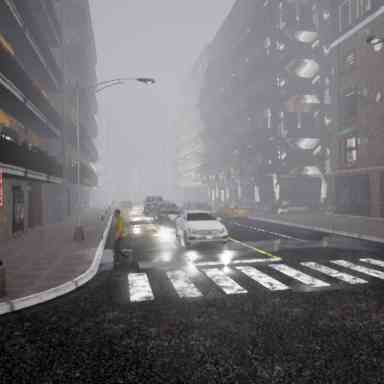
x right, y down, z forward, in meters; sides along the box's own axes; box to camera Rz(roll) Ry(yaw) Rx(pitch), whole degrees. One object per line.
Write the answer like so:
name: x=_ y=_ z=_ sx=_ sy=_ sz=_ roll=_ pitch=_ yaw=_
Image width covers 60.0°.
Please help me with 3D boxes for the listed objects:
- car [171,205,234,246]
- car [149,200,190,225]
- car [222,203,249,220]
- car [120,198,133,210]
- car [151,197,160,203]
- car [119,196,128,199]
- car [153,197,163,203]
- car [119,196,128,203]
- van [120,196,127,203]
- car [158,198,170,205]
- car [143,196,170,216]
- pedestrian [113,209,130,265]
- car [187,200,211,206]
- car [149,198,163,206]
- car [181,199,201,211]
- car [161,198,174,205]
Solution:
car: x=0.303 y=1.601 z=15.979 sx=1.812 sy=1.442 sz=4.674 roll=-1 pitch=0 yaw=-11
car: x=-1.869 y=1.632 z=25.899 sx=2.128 sy=1.511 sz=4.902 roll=-1 pitch=0 yaw=-12
car: x=3.407 y=1.608 z=28.871 sx=1.752 sy=1.417 sz=4.829 roll=-1 pitch=0 yaw=-12
car: x=-9.590 y=1.938 z=49.053 sx=1.802 sy=1.307 sz=4.206 roll=-1 pitch=0 yaw=-12
car: x=-9.877 y=2.156 z=89.544 sx=1.802 sy=1.307 sz=4.206 roll=-1 pitch=0 yaw=-12
car: x=-14.438 y=1.851 z=71.181 sx=2.192 sy=1.841 sz=5.009 roll=-1 pitch=0 yaw=-12
car: x=-8.668 y=1.966 z=84.013 sx=1.967 sy=1.590 sz=4.097 roll=-1 pitch=0 yaw=-12
car: x=-19.282 y=2.045 z=93.302 sx=2.192 sy=1.841 sz=5.009 roll=-1 pitch=0 yaw=-12
van: x=-18.070 y=2.017 z=87.774 sx=1.690 sy=1.788 sz=3.998 roll=-1 pitch=0 yaw=-12
car: x=-6.244 y=1.985 z=72.952 sx=2.008 sy=1.369 sz=4.403 roll=-1 pitch=0 yaw=-12
car: x=-4.113 y=1.438 z=36.180 sx=2.150 sy=2.045 sz=5.566 roll=-1 pitch=0 yaw=-12
pedestrian: x=-2.268 y=1.384 z=10.589 sx=0.375 sy=1.860 sz=0.375 roll=-1 pitch=0 yaw=-12
car: x=1.021 y=1.710 z=39.765 sx=1.887 sy=1.381 sz=4.507 roll=-1 pitch=0 yaw=-12
car: x=-7.030 y=1.892 z=64.428 sx=2.128 sy=1.511 sz=4.902 roll=-1 pitch=0 yaw=-12
car: x=-0.189 y=1.754 z=45.295 sx=1.887 sy=1.381 sz=4.507 roll=-1 pitch=0 yaw=-12
car: x=-5.033 y=1.940 z=67.421 sx=2.008 sy=1.369 sz=4.403 roll=-1 pitch=0 yaw=-12
